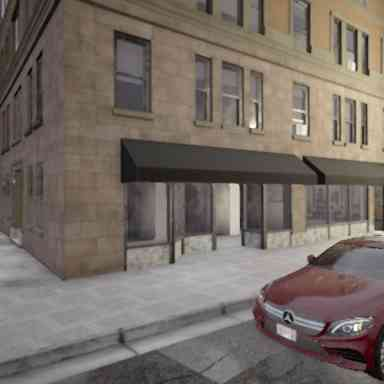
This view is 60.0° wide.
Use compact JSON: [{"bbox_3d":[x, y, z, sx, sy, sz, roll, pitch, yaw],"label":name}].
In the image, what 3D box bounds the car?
[{"bbox_3d":[3.097,1.511,5.548,4.674,1.442,1.812,0,0,-35],"label":"car"}]
